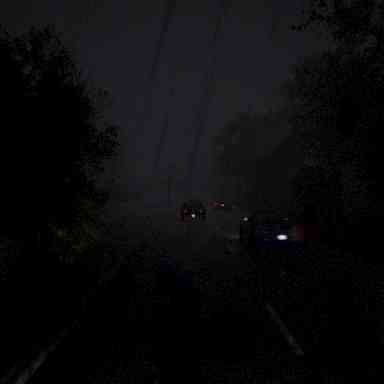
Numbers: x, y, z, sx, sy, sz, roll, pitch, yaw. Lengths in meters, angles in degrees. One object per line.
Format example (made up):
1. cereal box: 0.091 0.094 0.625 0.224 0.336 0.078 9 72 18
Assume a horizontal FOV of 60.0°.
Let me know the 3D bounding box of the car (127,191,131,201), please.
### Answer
1. car: -13.824 1.083 59.124 4.792 1.488 2.163 -1 1 -20

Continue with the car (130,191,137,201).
1. car: -13.825 0.792 62.126 5.566 2.045 2.435 -1 0 -20

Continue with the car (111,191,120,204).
1. car: -13.775 0.970 50.143 4.553 1.767 2.185 -1 1 -20

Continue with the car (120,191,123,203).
1. car: -13.836 0.955 53.129 4.553 1.767 2.185 -1 0 -20

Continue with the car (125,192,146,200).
1. car: -13.635 0.854 80.191 4.553 1.767 2.185 -1 0 -19

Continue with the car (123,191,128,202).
1. car: -13.808 1.068 56.139 4.892 1.521 2.231 -1 0 -20

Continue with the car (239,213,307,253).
1. car: 3.100 1.515 13.434 1.994 1.385 4.181 0 0 0

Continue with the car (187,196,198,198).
1. car: 0.099 1.180 42.954 1.812 1.442 4.674 0 1 0

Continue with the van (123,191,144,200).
1. van: -13.609 0.763 77.212 4.442 1.987 1.878 -1 0 -19

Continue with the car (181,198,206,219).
1. car: 0.099 1.416 26.702 1.895 1.301 4.718 0 1 0

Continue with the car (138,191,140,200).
1. car: -13.776 1.061 68.144 4.674 1.452 2.002 -1 0 -20

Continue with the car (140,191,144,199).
1. car: -13.797 0.760 71.140 5.566 2.045 2.435 -1 0 -20

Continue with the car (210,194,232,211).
1. car: 3.099 1.281 35.731 1.994 1.385 4.181 0 1 0
